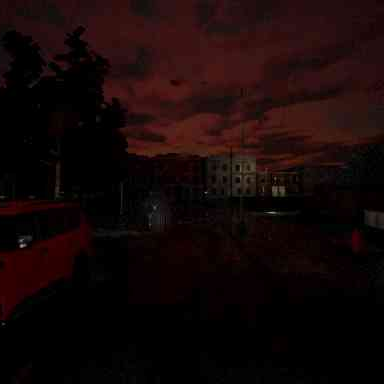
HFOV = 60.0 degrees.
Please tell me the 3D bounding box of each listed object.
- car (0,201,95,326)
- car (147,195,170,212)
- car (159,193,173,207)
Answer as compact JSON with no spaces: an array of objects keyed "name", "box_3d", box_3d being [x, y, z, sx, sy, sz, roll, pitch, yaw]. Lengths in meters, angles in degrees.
[{"name":"car","box_3d":[-3.609,1.221,6.015,2.150,2.045,5.566,0,0,4]},{"name":"car","box_3d":[-4.139,1.491,39.465,2.128,1.511,4.902,0,0,0]},{"name":"car","box_3d":[-4.118,1.221,50.054,2.150,2.045,5.566,0,0,1]}]
